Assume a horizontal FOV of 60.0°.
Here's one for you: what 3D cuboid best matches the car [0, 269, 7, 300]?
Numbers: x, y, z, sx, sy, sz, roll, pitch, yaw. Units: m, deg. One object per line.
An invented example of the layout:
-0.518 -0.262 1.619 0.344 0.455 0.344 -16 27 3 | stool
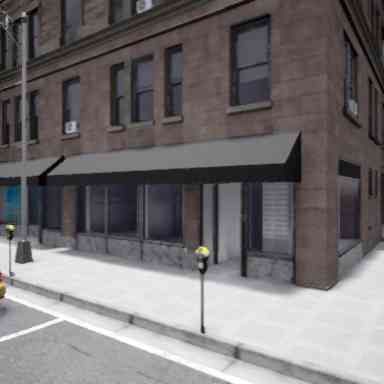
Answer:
-5.662 1.517 6.843 4.829 1.417 1.752 0 0 35 | car
